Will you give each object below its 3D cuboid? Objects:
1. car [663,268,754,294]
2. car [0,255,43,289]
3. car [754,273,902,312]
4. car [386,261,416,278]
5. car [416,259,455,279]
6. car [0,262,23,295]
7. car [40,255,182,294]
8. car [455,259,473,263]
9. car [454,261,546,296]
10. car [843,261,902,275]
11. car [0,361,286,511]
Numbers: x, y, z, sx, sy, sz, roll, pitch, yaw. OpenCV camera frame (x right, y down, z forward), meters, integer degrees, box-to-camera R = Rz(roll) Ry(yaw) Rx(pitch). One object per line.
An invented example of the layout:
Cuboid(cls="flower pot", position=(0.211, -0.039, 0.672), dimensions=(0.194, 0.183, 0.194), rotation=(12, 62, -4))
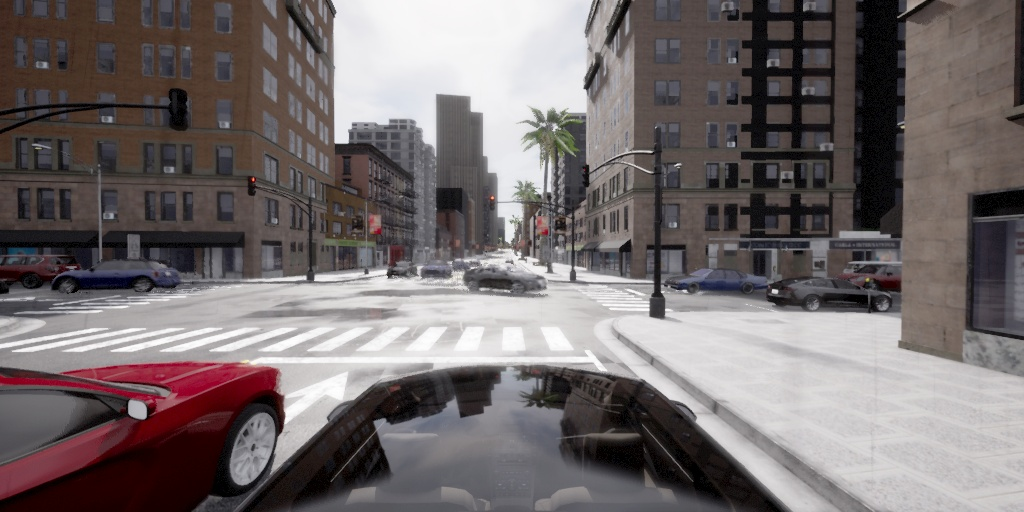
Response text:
Cuboid(cls="car", position=(11.705, 1.399, 20.659), dimensions=(5.357, 1.411, 2.033), rotation=(0, 1, 0))
Cuboid(cls="car", position=(-27.280, 0.834, 19.908), dimensions=(5.009, 1.841, 2.192), rotation=(0, 0, -9))
Cuboid(cls="car", position=(12.863, 1.512, 14.714), dimensions=(4.313, 1.339, 1.948), rotation=(0, 0, 0))
Cuboid(cls="car", position=(-10.095, 1.244, 33.326), dimensions=(1.837, 1.490, 4.892), rotation=(0, 0, 0))
Cuboid(cls="car", position=(-6.830, 1.092, 32.570), dimensions=(2.097, 1.767, 4.553), rotation=(0, 0, 0))
Cuboid(cls="car", position=(-24.035, 1.125, 14.574), dimensions=(4.892, 1.490, 1.837), rotation=(1, 1, -9))
Cuboid(cls="car", position=(-20.228, 0.958, 18.504), dimensions=(4.553, 1.767, 2.097), rotation=(0, 1, -13))
Cuboid(cls="car", position=(-6.952, 1.331, 49.175), dimensions=(1.895, 1.301, 4.718), rotation=(0, 0, 0))
Cuboid(cls="car", position=(-0.469, 1.236, 19.493), dimensions=(4.902, 1.511, 2.128), rotation=(0, 0, 34))
Cuboid(cls="car", position=(21.174, 1.277, 20.670), dimensions=(4.553, 1.767, 2.097), rotation=(0, 1, 0))
Cuboid(cls="car", position=(-3.144, 1.228, 1.474), dimensions=(1.882, 1.535, 5.008), rotation=(0, 0, 1))
